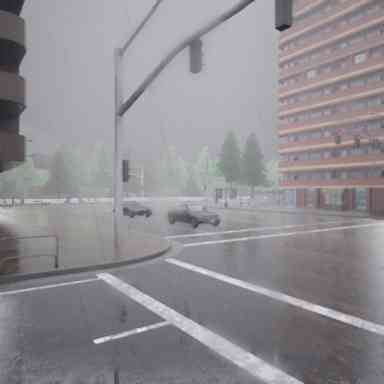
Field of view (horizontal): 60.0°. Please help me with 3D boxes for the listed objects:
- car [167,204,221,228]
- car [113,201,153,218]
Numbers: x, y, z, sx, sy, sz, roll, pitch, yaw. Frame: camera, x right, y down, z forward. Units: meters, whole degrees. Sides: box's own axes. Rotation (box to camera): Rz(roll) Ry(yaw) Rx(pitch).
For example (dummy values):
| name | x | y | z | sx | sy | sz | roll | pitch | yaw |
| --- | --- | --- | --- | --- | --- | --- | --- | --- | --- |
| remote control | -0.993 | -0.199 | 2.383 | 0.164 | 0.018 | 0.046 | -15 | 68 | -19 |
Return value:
| name | x | y | z | sx | sy | sz | roll | pitch | yaw |
| --- | --- | --- | --- | --- | --- | --- | --- | --- | --- |
| car | -0.021 | 1.532 | 22.491 | 1.812 | 1.442 | 4.674 | 0 | 0 | -33 |
| car | -5.513 | 1.554 | 30.421 | 2.033 | 1.411 | 5.357 | 0 | 0 | -35 |
